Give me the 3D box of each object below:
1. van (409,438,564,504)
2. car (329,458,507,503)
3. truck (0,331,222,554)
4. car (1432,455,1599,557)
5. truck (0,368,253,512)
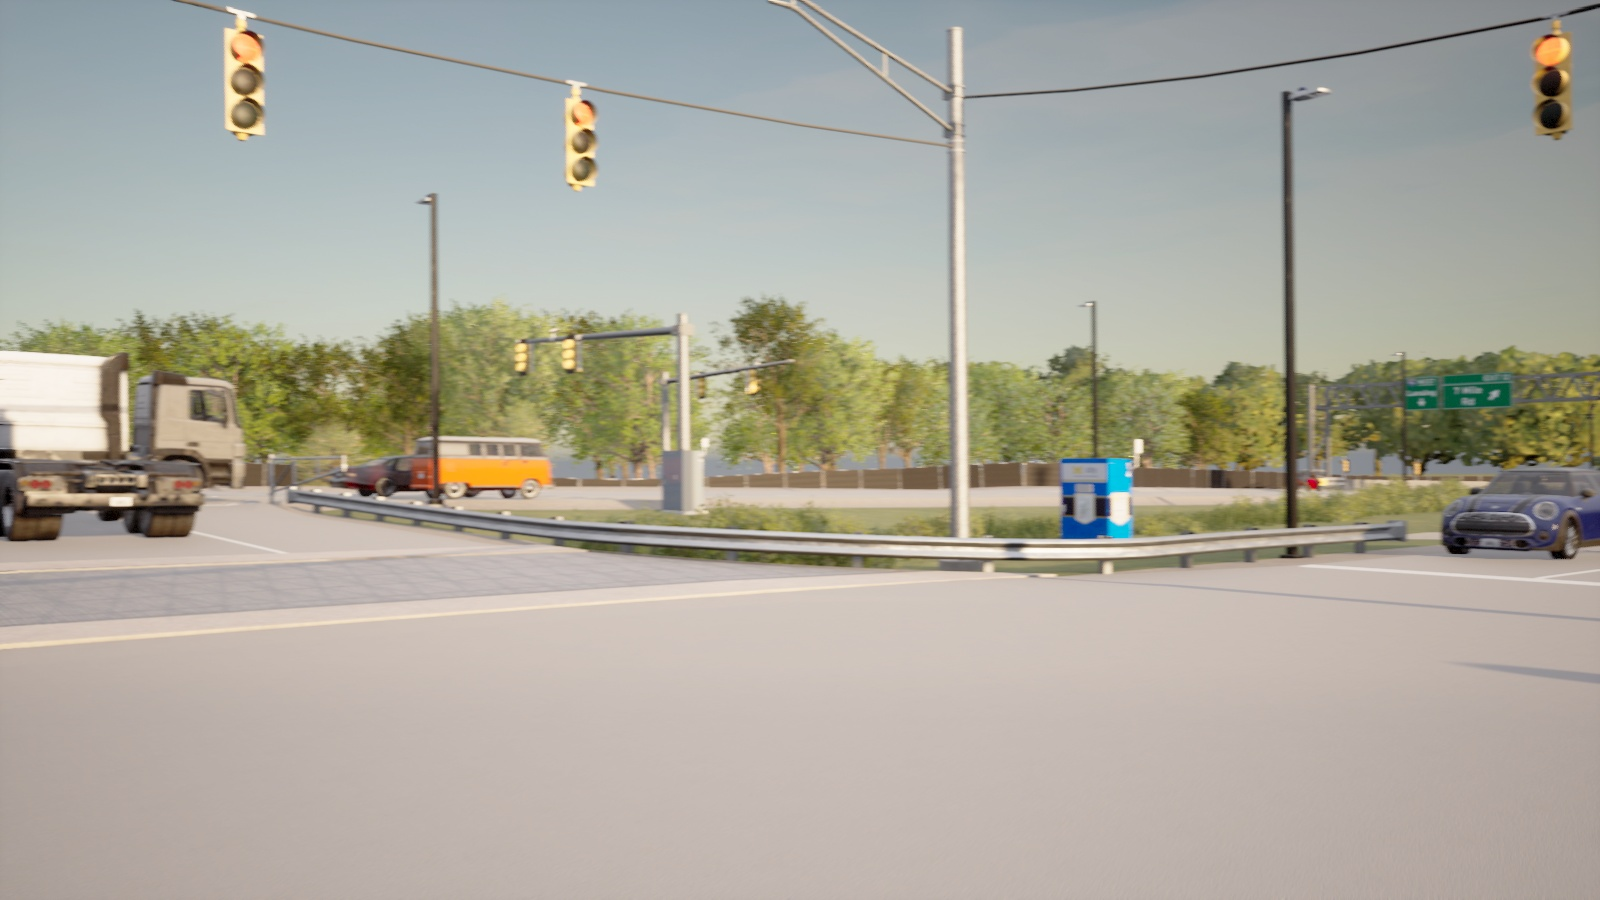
[{"bbox_3d":[-9.911,0.675,39.916,4.442,1.987,1.775,1,-2,-40],"label":"van"},{"bbox_3d":[-12.741,1.011,42.111,5.357,1.411,2.033,1,-2,-40],"label":"car"},{"bbox_3d":[-13.570,-0.127,23.448,2.891,3.462,7.936,1,0,-41],"label":"truck"},{"bbox_3d":[14.232,1.007,24.082,4.553,1.767,2.097,0,-1,-39],"label":"car"},{"bbox_3d":[-18.798,-0.238,32.533,7.936,3.462,2.891,1,0,-40],"label":"truck"}]
